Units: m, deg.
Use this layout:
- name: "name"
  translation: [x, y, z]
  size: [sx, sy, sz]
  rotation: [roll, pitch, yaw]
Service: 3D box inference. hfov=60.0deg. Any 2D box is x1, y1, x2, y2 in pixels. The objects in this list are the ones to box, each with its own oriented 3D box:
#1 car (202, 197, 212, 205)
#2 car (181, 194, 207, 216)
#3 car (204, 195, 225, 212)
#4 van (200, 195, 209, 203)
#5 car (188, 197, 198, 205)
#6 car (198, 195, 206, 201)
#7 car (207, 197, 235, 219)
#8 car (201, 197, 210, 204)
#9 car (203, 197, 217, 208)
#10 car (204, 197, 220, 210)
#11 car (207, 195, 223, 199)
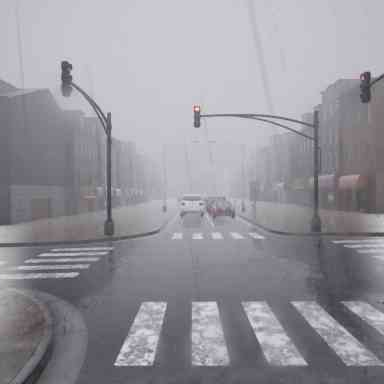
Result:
- name: "car"
  translation: [2.732, 1.654, 62.275]
  size: [1.752, 1.417, 4.829]
  rotation: [-1, 0, 0]
- name: "car"
  translation: [0.072, 1.260, 32.644]
  size: [2.150, 2.045, 5.566]
  rotation: [0, 0, 1]
- name: "car"
  translation: [2.694, 1.373, 40.496]
  size: [2.192, 1.841, 5.009]
  rotation: [-1, 0, 0]
- name: "van"
  translation: [2.748, 1.511, 72.911]
  size: [1.690, 1.788, 3.998]
  rotation: [-1, 0, 0]
- name: "car"
  translation: [0.204, 1.635, 62.328]
  size: [1.837, 1.490, 4.892]
  rotation: [0, 0, 0]
- name: "car"
  translation: [2.784, 1.711, 94.520]
  size: [1.967, 1.590, 4.097]
  rotation: [-1, 0, 0]
- name: "car"
  translation: [2.678, 1.473, 29.691]
  size: [1.967, 1.590, 4.097]
  rotation: [-1, 0, 0]
- name: "car"
  translation: [2.741, 1.674, 67.677]
  size: [1.752, 1.417, 4.829]
  rotation: [-1, 0, 0]
- name: "car"
  translation: [2.713, 1.530, 51.301]
  size: [1.967, 1.590, 4.097]
  rotation: [-1, 0, 0]
- name: "car"
  translation: [2.704, 1.513, 45.898]
  size: [1.967, 1.590, 4.097]
  rotation: [-1, 0, 0]
- name: "car"
  translation: [2.686, 1.360, 35.094]
  size: [2.192, 1.841, 5.009]
  rotation: [-1, 0, 0]
